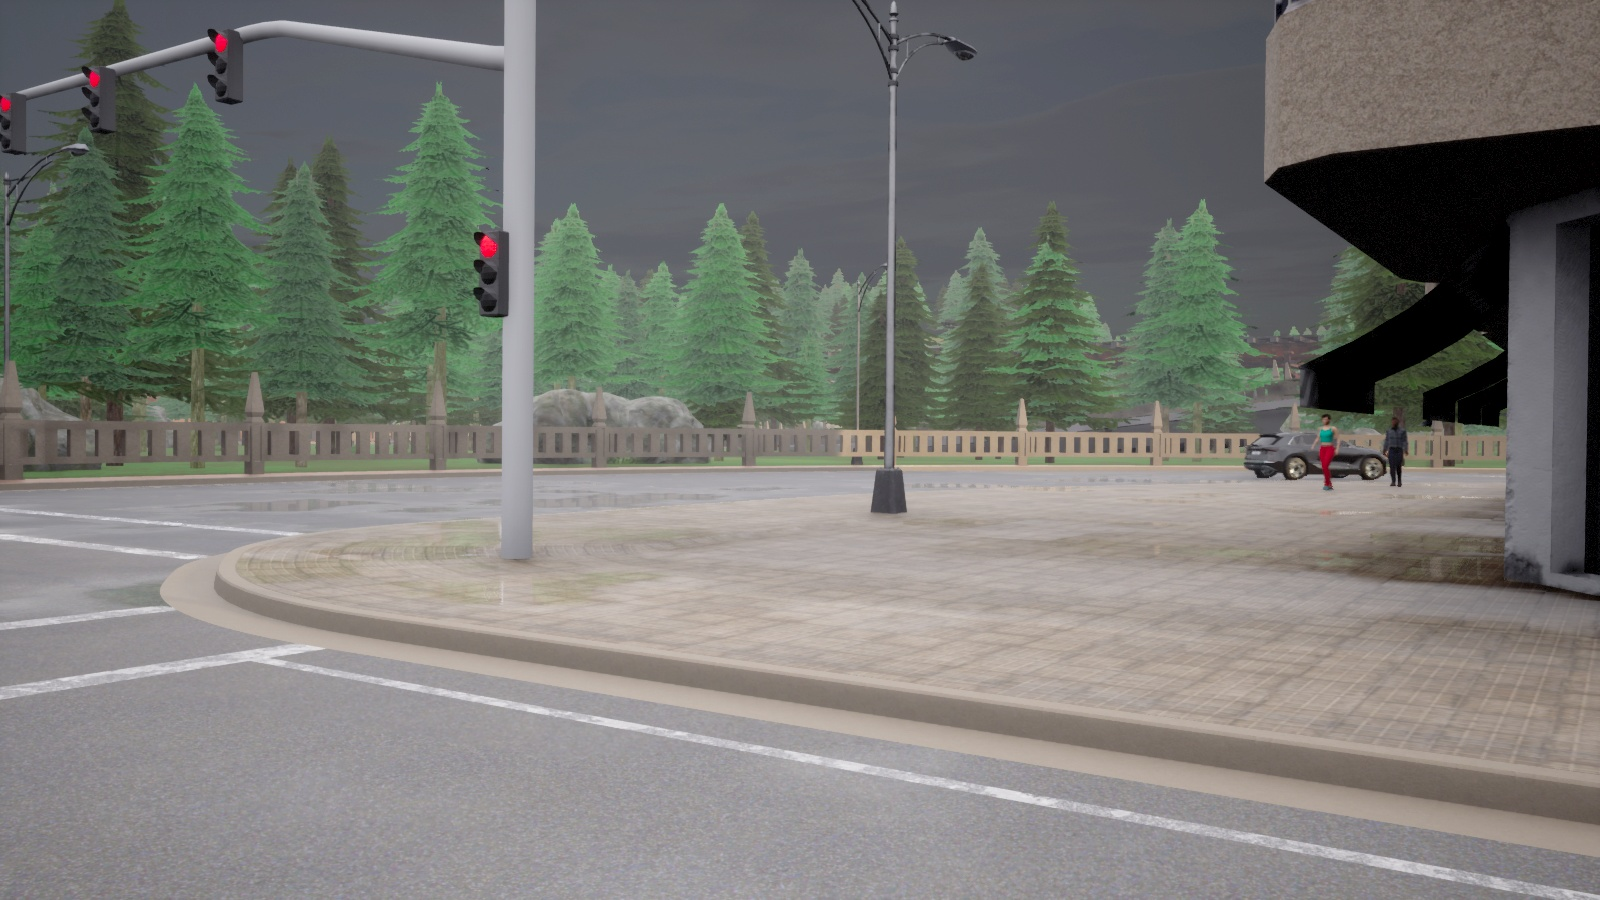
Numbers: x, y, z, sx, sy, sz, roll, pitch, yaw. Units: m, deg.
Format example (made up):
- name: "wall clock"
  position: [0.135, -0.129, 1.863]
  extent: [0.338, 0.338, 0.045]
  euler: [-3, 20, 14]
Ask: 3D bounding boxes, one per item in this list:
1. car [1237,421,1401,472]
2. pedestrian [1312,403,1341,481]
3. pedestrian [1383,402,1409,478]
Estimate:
- name: "car"
  position: [17.529, -0.133, 42.503]
  extent: [4.856, 1.649, 2.033]
  euler: [-1, 1, -13]
- name: "pedestrian"
  position: [12.460, -0.189, 29.724]
  extent: [0.594, 1.836, 0.345]
  euler: [-1, 1, -30]
- name: "pedestrian"
  position: [15.416, -0.257, 32.473]
  extent: [0.423, 1.949, 0.788]
  euler: [0, 1, 39]
